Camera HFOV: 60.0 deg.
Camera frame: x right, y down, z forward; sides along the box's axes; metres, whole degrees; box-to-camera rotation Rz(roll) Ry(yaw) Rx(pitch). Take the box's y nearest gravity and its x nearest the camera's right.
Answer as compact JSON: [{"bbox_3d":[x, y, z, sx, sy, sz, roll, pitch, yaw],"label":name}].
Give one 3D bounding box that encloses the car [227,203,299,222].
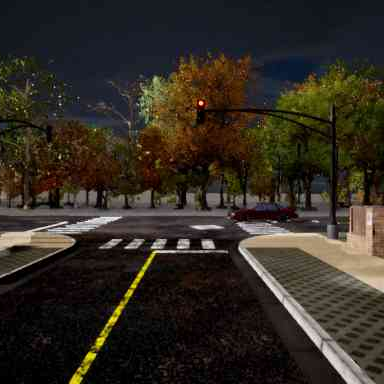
[{"bbox_3d":[5.473,1.580,25.878,5.357,1.411,2.033,0,0,-7],"label":"car"}]
